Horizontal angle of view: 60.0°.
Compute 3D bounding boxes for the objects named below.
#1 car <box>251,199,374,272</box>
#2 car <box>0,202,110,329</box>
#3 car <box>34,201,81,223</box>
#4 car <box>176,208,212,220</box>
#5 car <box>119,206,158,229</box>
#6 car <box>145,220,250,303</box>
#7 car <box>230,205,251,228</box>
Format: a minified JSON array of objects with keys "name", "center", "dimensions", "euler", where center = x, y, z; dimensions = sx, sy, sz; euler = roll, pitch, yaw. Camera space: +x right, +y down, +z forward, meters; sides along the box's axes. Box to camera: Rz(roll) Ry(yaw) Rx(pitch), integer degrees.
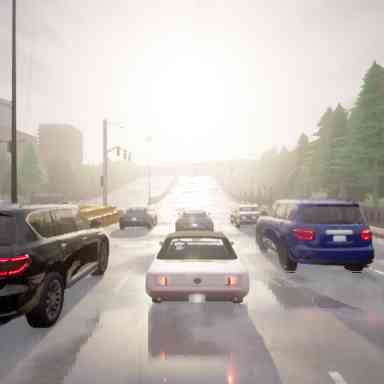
[{"name":"car","center":[3.615,1.222,10.856],"dimensions":[2.150,2.045,5.566],"euler":[0,0,0]},{"name":"car","center":[-3.382,1.218,7.107],"dimensions":[2.150,2.045,5.566],"euler":[0,0,-1]},{"name":"car","center":[-10.465,1.531,26.347],"dimensions":[1.812,1.442,4.674],"euler":[0,0,0]},{"name":"car","center":[0.125,1.562,17.976],"dimensions":[1.994,1.385,4.181],"euler":[0,0,0]},{"name":"car","center":[-3.371,1.562,21.473],"dimensions":[1.994,1.385,4.181],"euler":[0,0,0]},{"name":"car","center":[0.110,1.600,8.125],"dimensions":[1.895,1.301,4.718],"euler":[0,0,0]},{"name":"car","center":[3.628,1.545,21.979],"dimensions":[2.033,1.411,5.357],"euler":[0,0,0]}]
